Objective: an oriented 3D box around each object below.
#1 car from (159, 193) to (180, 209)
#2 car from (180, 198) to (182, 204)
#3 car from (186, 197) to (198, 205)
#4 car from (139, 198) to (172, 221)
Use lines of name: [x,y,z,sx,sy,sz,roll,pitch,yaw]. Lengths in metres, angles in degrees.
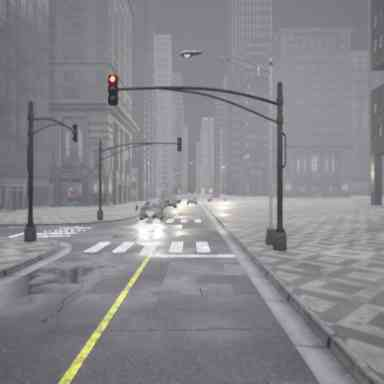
car: [-3.069,1.195,44.037,2.150,2.045,5.566,0,0,0]
car: [-2.972,1.582,62.810,1.895,1.301,4.718,0,0,0]
car: [0.026,1.516,57.638,2.033,1.411,5.357,0,0,0]
car: [-3.091,1.472,27.046,2.128,1.511,4.902,0,0,0]
